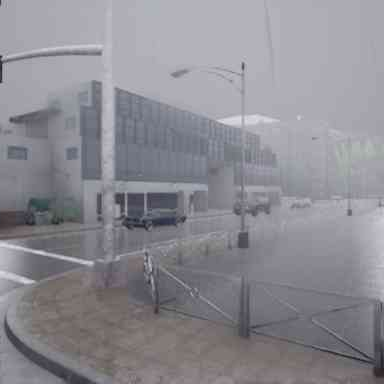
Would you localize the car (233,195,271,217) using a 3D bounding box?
[{"bbox_3d":[6.380,1.402,34.590,2.150,2.045,5.566,0,0,36],"label":"car"}]

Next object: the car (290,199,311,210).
[{"bbox_3d":[15.579,1.753,47.329,1.812,1.442,4.674,0,0,35],"label":"car"}]

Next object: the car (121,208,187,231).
[{"bbox_3d":[-2.430,1.783,22.244,1.895,1.301,4.718,0,0,35],"label":"car"}]
